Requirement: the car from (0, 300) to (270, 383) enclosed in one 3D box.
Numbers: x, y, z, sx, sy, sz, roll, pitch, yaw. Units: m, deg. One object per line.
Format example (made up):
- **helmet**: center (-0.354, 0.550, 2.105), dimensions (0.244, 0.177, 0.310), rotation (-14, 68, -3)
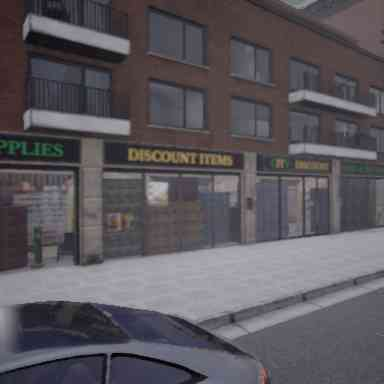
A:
- **car**: center (-1.376, 1.564, 2.089), dimensions (4.181, 1.385, 1.994), rotation (0, 0, -36)
